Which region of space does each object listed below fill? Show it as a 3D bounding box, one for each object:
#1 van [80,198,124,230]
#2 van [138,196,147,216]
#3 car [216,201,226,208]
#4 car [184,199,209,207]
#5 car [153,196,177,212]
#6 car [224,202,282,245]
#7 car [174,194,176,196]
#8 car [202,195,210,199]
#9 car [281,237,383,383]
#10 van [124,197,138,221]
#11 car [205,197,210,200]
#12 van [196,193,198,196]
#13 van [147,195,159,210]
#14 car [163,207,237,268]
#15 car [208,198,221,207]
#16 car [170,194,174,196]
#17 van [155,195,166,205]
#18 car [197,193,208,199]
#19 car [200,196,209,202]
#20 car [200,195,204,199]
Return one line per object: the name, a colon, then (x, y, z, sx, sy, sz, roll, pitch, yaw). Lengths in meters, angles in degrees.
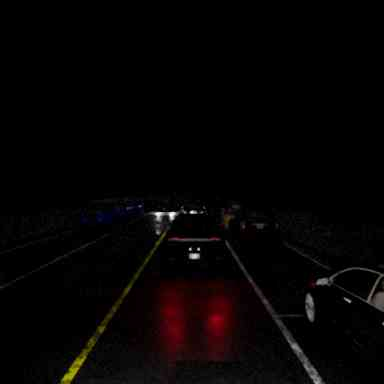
van: (-5.747, 1.359, 21.065, 1.690, 1.788, 3.998, 0, 0, 0)
van: (-5.739, 1.372, 32.302, 1.690, 1.788, 3.998, 0, 0, 0)
car: (2.778, 1.545, 21.235, 1.752, 1.417, 4.829, 0, 0, 0)
car: (0.103, 1.573, 27.478, 2.033, 1.411, 5.357, 0, 0, 0)
car: (-3.068, 1.564, 38.938, 1.812, 1.442, 4.674, 0, 0, 0)
car: (2.774, 1.454, 15.446, 1.967, 1.590, 4.097, 0, 0, 0)
car: (-5.703, 1.656, 82.873, 2.008, 1.369, 4.403, 0, 0, 0)
car: (2.799, 1.578, 49.329, 1.752, 1.417, 4.829, 0, 0, 0)
car: (2.766, 1.555, 4.209, 2.008, 1.369, 4.403, 0, 0, 0)
van: (-5.743, 1.365, 26.683, 1.690, 1.788, 3.998, 0, 0, 0)
car: (2.790, 1.604, 37.921, 1.947, 1.339, 4.313, 0, 0, 0)
van: (2.831, 1.469, 94.109, 1.690, 1.788, 3.998, 0, 0, 0)
van: (-5.731, 1.385, 43.539, 1.690, 1.788, 3.998, 0, 0, 0)
car: (0.084, 1.502, 11.347, 2.128, 1.511, 4.902, 0, 0, 0)
car: (2.786, 1.597, 32.303, 1.947, 1.339, 4.313, 0, 0, 0)
car: (-5.707, 1.620, 77.078, 1.752, 1.417, 4.829, 0, 0, 0)
van: (-5.718, 1.408, 60.394, 1.690, 1.788, 3.998, 0, 0, 0)
car: (2.815, 1.400, 71.635, 2.192, 1.841, 5.009, 0, 0, 0)
car: (2.818, 1.646, 77.253, 2.008, 1.369, 4.403, 0, 0, 0)
car: (2.802, 1.626, 54.778, 1.947, 1.339, 4.313, 0, 0, 0)
